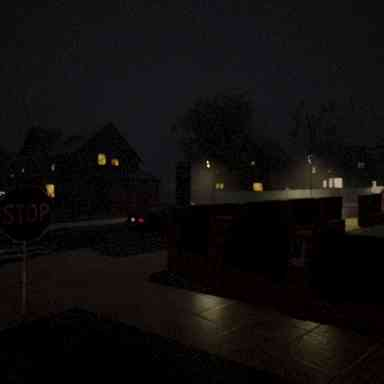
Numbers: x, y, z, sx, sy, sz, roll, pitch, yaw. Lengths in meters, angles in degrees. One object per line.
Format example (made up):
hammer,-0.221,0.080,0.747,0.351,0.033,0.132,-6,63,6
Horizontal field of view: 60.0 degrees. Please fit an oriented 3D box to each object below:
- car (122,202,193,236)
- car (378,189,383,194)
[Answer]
car,-0.723,1.220,16.367,5.357,1.411,2.033,-2,2,-41
car,21.914,0.394,36.183,4.553,1.767,2.097,-2,2,-41
